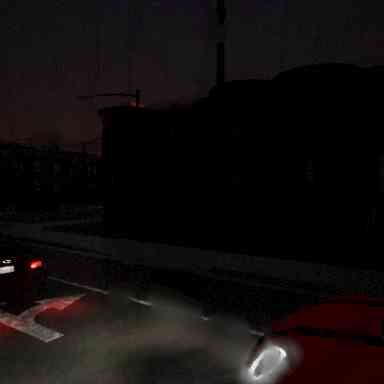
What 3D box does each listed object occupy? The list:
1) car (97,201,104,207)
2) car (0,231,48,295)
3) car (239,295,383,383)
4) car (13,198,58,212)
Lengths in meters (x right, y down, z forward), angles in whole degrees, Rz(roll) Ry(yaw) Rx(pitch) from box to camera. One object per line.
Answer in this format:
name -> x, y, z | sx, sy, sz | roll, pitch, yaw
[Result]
car -> -12.185, 1.547, 52.016 | 2.033, 1.411, 5.357 | 0, 0, 36
car -> -5.566, 1.547, 7.940 | 5.357, 1.411, 2.033 | 0, 0, 38
car -> 2.566, 1.352, 2.165 | 4.553, 1.767, 2.097 | 0, 0, 36
car -> -17.850, 1.491, 38.112 | 2.128, 1.511, 4.902 | 0, 0, 36
